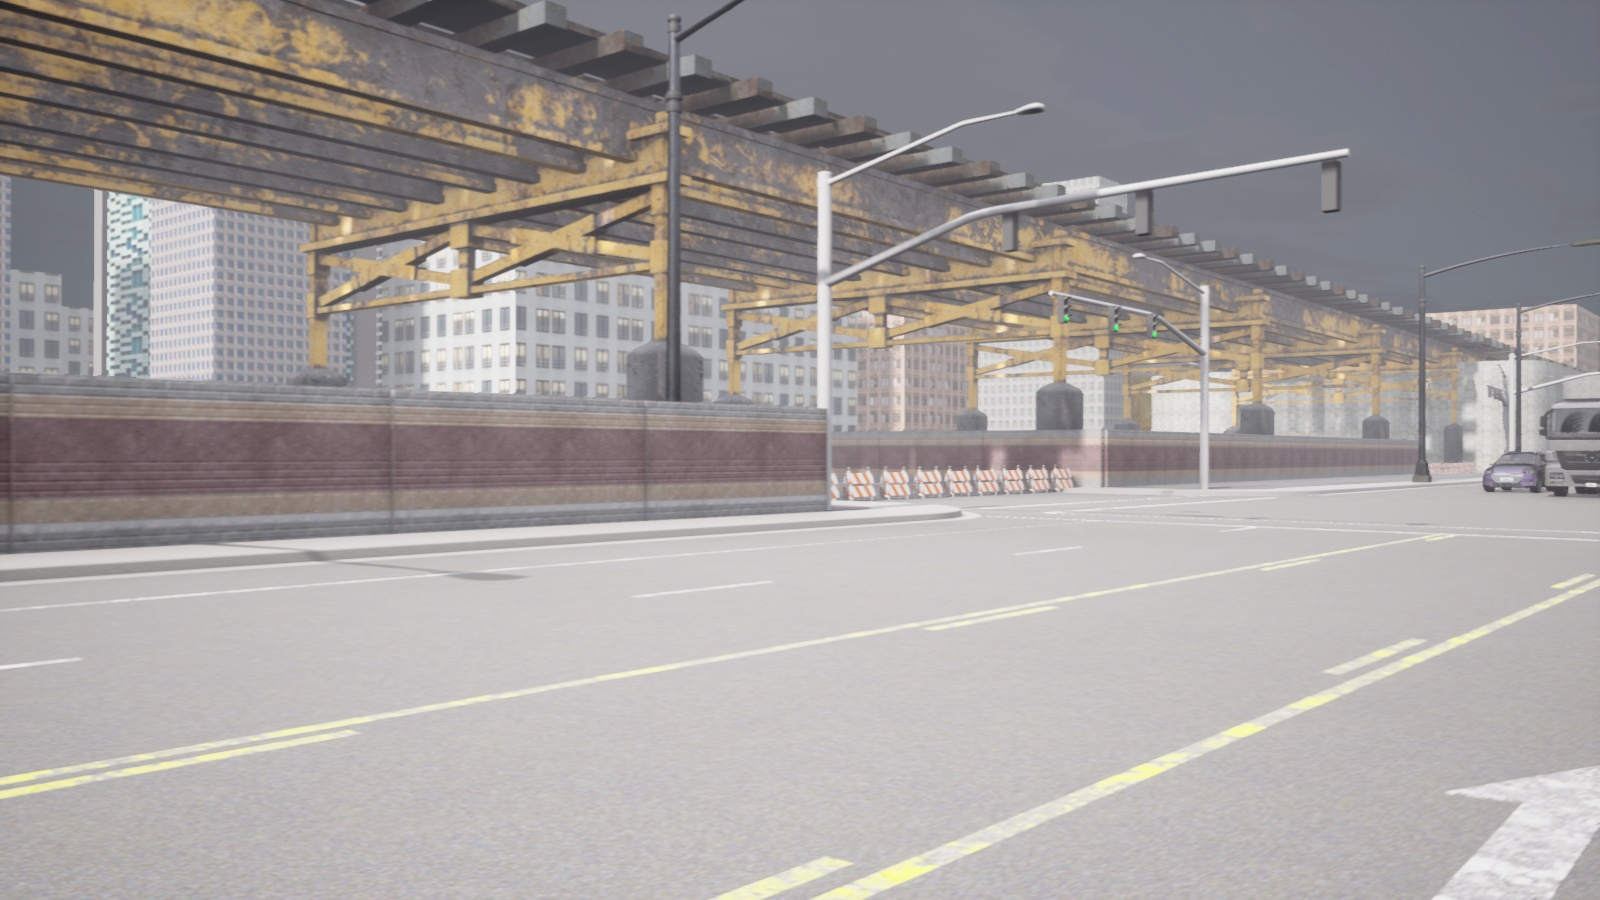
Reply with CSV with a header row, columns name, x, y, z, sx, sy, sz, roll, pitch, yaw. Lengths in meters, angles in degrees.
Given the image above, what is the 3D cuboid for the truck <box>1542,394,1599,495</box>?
name,x,y,z,sx,sy,sz,roll,pitch,yaw
truck,29.636,-0.186,45.878,2.891,3.462,7.936,0,0,41

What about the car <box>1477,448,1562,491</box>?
name,x,y,z,sx,sy,sz,roll,pitch,yaw
car,28.821,0.738,50.252,2.033,1.649,4.856,0,0,41
